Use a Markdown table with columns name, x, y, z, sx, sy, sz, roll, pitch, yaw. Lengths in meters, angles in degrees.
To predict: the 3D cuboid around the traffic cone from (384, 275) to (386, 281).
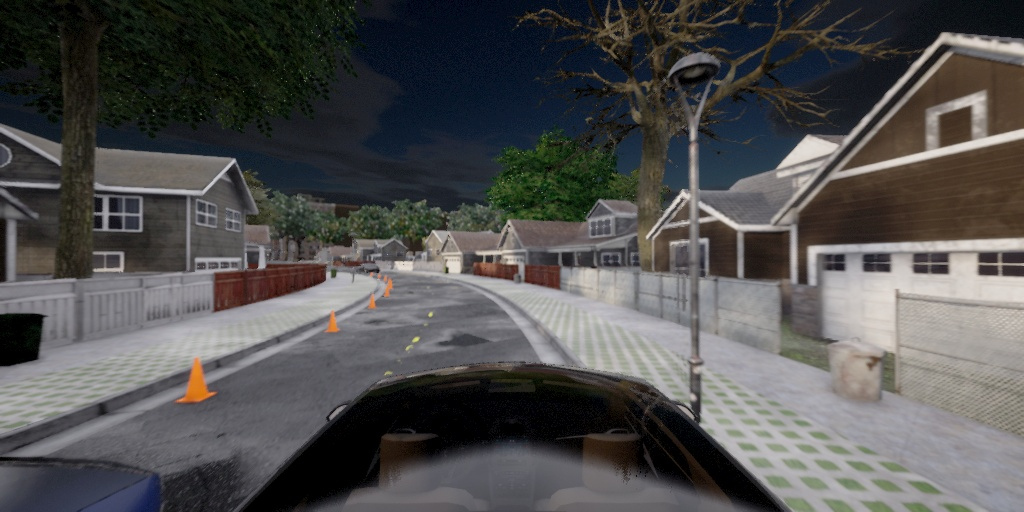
| name | x | y | z | sx | sy | sz | roll | pitch | yaw |
| --- | --- | --- | --- | --- | --- | --- | --- | --- | --- |
| traffic cone | -11.672 | 2.010 | 33.173 | 0.340 | 0.580 | 0.340 | 0 | 0 | -25 |

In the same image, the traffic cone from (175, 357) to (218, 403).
| name | x | y | z | sx | sy | sz | roll | pitch | yaw |
| --- | --- | --- | --- | --- | --- | --- | --- | --- | --- |
| traffic cone | -4.534 | 1.748 | 5.157 | 0.340 | 0.580 | 0.340 | 0 | 0 | -4 |

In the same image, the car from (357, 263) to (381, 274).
| name | x | y | z | sx | sy | sz | roll | pitch | yaw |
| --- | --- | --- | --- | --- | --- | --- | --- | --- | --- |
| car | -19.953 | 1.719 | 49.900 | 1.837 | 1.490 | 4.892 | 1 | -1 | -41 |

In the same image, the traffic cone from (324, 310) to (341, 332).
| name | x | y | z | sx | sy | sz | roll | pitch | yaw |
| --- | --- | --- | --- | --- | --- | --- | --- | --- | --- |
| traffic cone | -4.992 | 1.792 | 9.981 | 0.340 | 0.580 | 0.340 | 0 | 0 | -7 |

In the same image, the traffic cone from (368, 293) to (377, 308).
| name | x | y | z | sx | sy | sz | roll | pitch | yaw |
| --- | --- | --- | --- | --- | --- | --- | --- | --- | --- |
| traffic cone | -5.748 | 1.835 | 14.768 | 0.340 | 0.580 | 0.340 | 0 | 0 | -11 |

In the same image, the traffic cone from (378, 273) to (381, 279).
| name | x | y | z | sx | sy | sz | roll | pitch | yaw |
| --- | --- | --- | --- | --- | --- | --- | --- | --- | --- |
| traffic cone | -13.851 | 2.052 | 37.503 | 0.340 | 0.580 | 0.340 | 0 | 0 | -28 |

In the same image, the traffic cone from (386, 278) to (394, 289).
| name | x | y | z | sx | sy | sz | roll | pitch | yaw |
| --- | --- | --- | --- | --- | --- | --- | --- | --- | --- |
| traffic cone | -8.140 | 1.923 | 24.154 | 0.340 | 0.580 | 0.340 | 0 | 0 | -18 |

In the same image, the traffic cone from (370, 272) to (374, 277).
| name | x | y | z | sx | sy | sz | roll | pitch | yaw |
| --- | --- | --- | --- | --- | --- | --- | --- | --- | --- |
| traffic cone | -16.292 | 2.093 | 41.688 | 0.340 | 0.580 | 0.340 | 0 | 0 | -32 |

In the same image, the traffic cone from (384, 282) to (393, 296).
| name | x | y | z | sx | sy | sz | roll | pitch | yaw |
| --- | --- | --- | --- | --- | --- | --- | --- | --- | --- |
| traffic cone | -6.798 | 1.879 | 19.498 | 0.340 | 0.580 | 0.340 | 0 | 0 | -14 |

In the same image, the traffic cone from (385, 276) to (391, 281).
| name | x | y | z | sx | sy | sz | roll | pitch | yaw |
| --- | --- | --- | --- | --- | --- | --- | --- | --- | --- |
| traffic cone | -9.766 | 1.967 | 28.719 | 0.340 | 0.580 | 0.340 | 0 | 0 | -21 |
